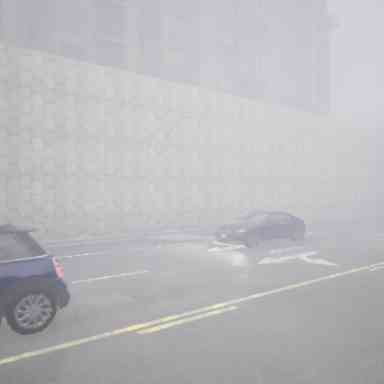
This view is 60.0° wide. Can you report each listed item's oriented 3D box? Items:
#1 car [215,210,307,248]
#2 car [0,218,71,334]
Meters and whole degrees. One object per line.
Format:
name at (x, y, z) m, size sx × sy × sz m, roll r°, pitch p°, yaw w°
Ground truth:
car at (3.185, 1.525, 14.810) m, size 4.674 × 1.442 × 1.812 m, roll 0°, pitch 0°, yaw -35°
car at (-4.403, 1.353, 5.142) m, size 4.553 × 1.767 × 2.097 m, roll 0°, pitch 0°, yaw -35°
